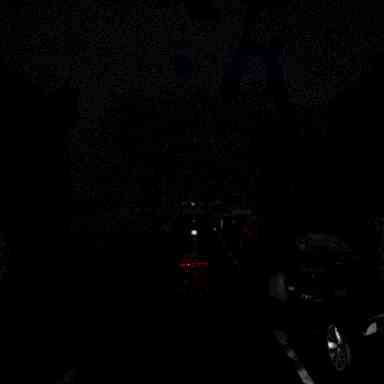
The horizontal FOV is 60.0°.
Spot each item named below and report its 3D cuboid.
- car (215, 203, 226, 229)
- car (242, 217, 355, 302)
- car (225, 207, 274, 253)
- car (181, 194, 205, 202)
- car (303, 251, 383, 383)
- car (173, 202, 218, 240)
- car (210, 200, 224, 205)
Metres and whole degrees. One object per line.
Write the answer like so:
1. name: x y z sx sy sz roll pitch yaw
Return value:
1. car: 2.618 1.545 18.870 2.008 1.369 4.403 -1 0 0
2. car: 2.623 1.546 8.057 2.008 1.369 4.403 -1 0 0
3. car: 2.620 1.539 13.463 1.887 1.381 4.507 -1 0 0
4. car: 0.089 1.220 33.159 2.150 2.045 5.566 0 0 0
5. car: 2.625 1.564 2.651 1.947 1.339 4.313 -1 0 0
6. car: 0.095 1.499 16.882 1.837 1.490 4.892 0 0 0
7. car: 2.612 1.545 35.089 1.887 1.381 4.507 -1 0 0
